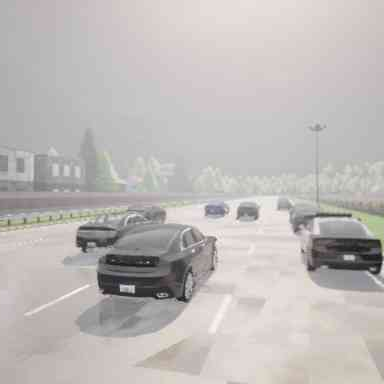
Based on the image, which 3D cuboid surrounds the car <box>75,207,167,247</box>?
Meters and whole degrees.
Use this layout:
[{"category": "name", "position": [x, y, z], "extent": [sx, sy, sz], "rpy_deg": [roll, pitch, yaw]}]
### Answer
[{"category": "car", "position": [-2.828, 1.596, 13.768], "extent": [2.128, 1.511, 4.902], "rpy_deg": [0, 0, 15]}]

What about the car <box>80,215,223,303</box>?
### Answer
[{"category": "car", "position": [-0.587, 1.565, 8.508], "extent": [1.837, 1.490, 4.892], "rpy_deg": [0, -1, 15]}]

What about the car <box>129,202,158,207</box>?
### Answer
[{"category": "car", "position": [-3.404, 1.676, 25.421], "extent": [2.128, 1.511, 4.902], "rpy_deg": [0, -1, 15]}]

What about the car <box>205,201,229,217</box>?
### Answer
[{"category": "car", "position": [2.665, 1.706, 34.813], "extent": [1.882, 1.535, 5.008], "rpy_deg": [0, 0, 15]}]

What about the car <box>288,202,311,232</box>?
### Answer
[{"category": "car", "position": [7.159, 1.621, 20.557], "extent": [1.837, 1.490, 4.892], "rpy_deg": [0, 0, 15]}]

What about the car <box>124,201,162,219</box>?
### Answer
[{"category": "car", "position": [-4.855, 1.739, 33.720], "extent": [2.128, 1.511, 4.902], "rpy_deg": [0, 0, 15]}]

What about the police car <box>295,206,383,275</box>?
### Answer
[{"category": "police car", "position": [4.660, 1.485, 10.988], "extent": [1.930, 1.638, 5.238], "rpy_deg": [0, 0, 15]}]

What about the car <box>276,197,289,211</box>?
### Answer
[{"category": "car", "position": [12.777, 1.762, 46.227], "extent": [2.128, 1.511, 4.902], "rpy_deg": [0, 0, 15]}]

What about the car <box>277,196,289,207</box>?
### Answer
[{"category": "car", "position": [16.552, 1.708, 60.687], "extent": [2.097, 1.767, 4.553], "rpy_deg": [0, 0, 15]}]

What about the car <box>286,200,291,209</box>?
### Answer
[{"category": "car", "position": [8.675, 1.655, 26.362], "extent": [1.837, 1.490, 4.892], "rpy_deg": [0, 0, 15]}]

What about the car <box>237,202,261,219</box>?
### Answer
[{"category": "car", "position": [5.343, 1.699, 31.217], "extent": [1.837, 1.490, 4.892], "rpy_deg": [0, -1, 15]}]
